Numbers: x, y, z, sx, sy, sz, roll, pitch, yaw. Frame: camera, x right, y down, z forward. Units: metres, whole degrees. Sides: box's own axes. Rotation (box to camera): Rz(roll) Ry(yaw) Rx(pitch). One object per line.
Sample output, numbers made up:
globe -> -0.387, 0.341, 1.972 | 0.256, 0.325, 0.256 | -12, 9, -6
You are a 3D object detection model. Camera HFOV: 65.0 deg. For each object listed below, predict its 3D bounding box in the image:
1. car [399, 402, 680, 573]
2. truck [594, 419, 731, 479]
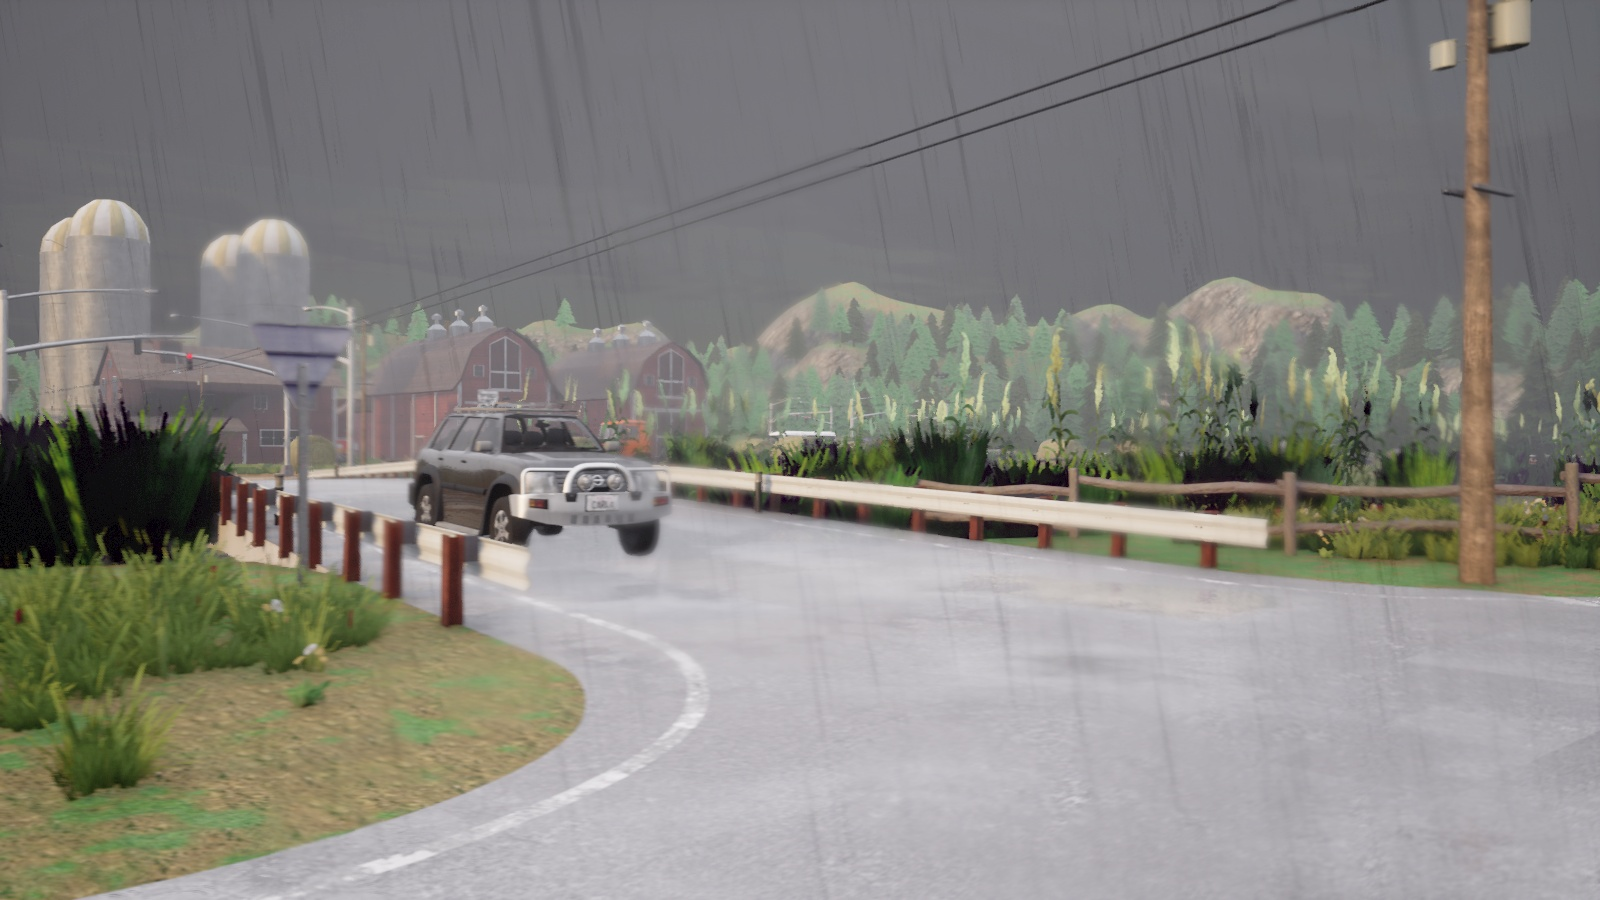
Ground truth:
car -> -3.486, 0.345, 16.048 | 1.932, 1.855, 4.605 | 0, 2, -33
truck -> -8.259, -0.064, 76.047 | 7.936, 3.462, 2.891 | 0, 0, -38
